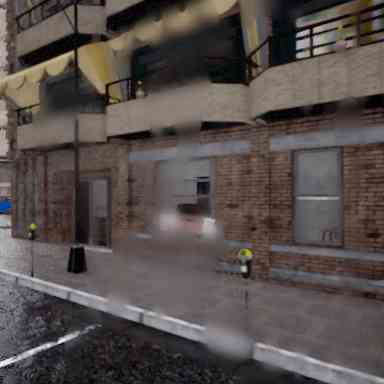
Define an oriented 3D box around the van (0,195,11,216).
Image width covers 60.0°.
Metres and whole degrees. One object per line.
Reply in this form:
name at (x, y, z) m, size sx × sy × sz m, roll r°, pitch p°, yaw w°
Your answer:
van at (-15.789, 1.154, 30.016) m, size 1.690 × 1.788 × 3.998 m, roll -1°, pitch -1°, yaw 35°
